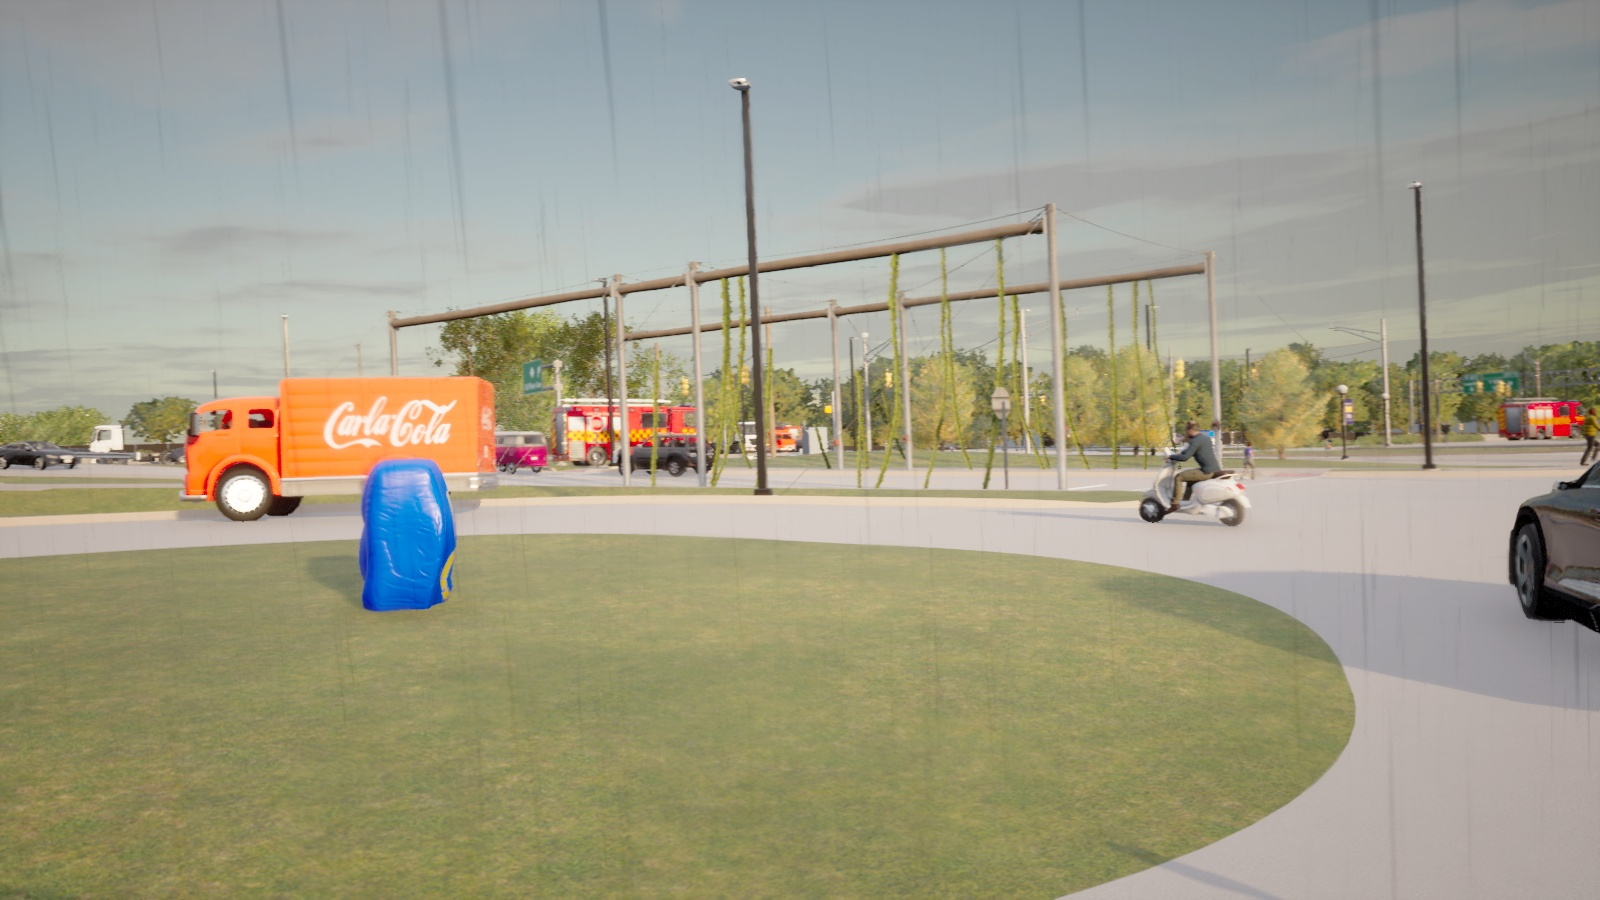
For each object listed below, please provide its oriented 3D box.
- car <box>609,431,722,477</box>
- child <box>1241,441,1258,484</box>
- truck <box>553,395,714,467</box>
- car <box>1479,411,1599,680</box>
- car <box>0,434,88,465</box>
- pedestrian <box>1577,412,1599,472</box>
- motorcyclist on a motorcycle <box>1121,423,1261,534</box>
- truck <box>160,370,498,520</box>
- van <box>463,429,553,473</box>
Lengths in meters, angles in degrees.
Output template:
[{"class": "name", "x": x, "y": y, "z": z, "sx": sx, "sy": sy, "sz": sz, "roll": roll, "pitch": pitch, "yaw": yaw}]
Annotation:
[{"class": "car", "x": -5.739, "y": 0.134, "z": 53.288, "sx": 4.605, "sy": 1.855, "sz": 1.932, "roll": 0, "pitch": 2, "yaw": 36}, {"class": "child", "x": 13.587, "y": 0.382, "z": 37.921, "sx": 0.437, "sy": 1.263, "sz": 0.270, "roll": -2, "pitch": 0, "yaw": -42}, {"class": "truck", "x": -9.347, "y": -1.028, "z": 70.751, "sx": 8.468, "sy": 3.827, "sz": 2.891, "roll": 0, "pitch": -1, "yaw": -29}, {"class": "car", "x": 6.115, "y": 0.593, "z": 8.056, "sx": 2.033, "sy": 1.649, "sz": 4.856, "roll": 0, "pitch": 2, "yaw": 15}, {"class": "car", "x": -40.683, "y": -0.063, "z": 67.015, "sx": 4.902, "sy": 1.511, "sz": 2.128, "roll": 1, "pitch": 2, "yaw": 24}, {"class": "pedestrian", "x": 24.379, "y": -0.248, "z": 38.574, "sx": 0.726, "sy": 1.835, "sz": 0.370, "roll": -2, "pitch": 0, "yaw": 12}, {"class": "motorcyclist on a motorcycle", "x": 5.976, "y": 0.405, "z": 19.254, "sx": 0.866, "sy": 1.590, "sz": 1.817, "roll": -4, "pitch": 3, "yaw": -45}, {"class": "truck", "x": -8.316, "y": -0.081, "z": 22.737, "sx": 5.204, "sy": 2.467, "sz": 2.627, "roll": -1, "pitch": -1, "yaw": -6}, {"class": "van", "x": -13.845, "y": 0.008, "z": 59.396, "sx": 4.442, "sy": 1.987, "sz": 1.775, "roll": 1, "pitch": 2, "yaw": 39}]
